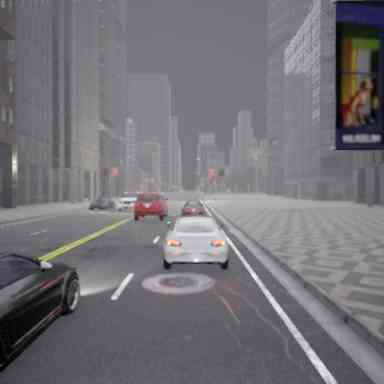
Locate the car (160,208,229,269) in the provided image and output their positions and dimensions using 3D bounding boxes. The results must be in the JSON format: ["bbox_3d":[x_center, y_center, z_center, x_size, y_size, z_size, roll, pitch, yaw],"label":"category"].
[{"bbox_3d":[0.112,1.461,10.764,1.812,1.442,4.674,0,0,0],"label":"car"}]

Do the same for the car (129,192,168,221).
[{"bbox_3d":[-3.121,1.064,25.906,2.150,2.045,5.566,0,0,0],"label":"car"}]

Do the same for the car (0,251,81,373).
[{"bbox_3d":[-3.145,1.534,4.828,1.994,1.385,4.181,0,0,0],"label":"car"}]

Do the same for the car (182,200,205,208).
[{"bbox_3d":[0.130,1.389,28.572,1.994,1.385,4.181,0,0,0],"label":"car"}]

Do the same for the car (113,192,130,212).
[{"bbox_3d":[-6.555,0.990,36.192,2.150,2.045,5.566,0,1,0],"label":"car"}]

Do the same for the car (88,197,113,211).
[{"bbox_3d":[-9.805,1.313,36.761,2.033,1.411,5.357,0,0,0],"label":"car"}]
